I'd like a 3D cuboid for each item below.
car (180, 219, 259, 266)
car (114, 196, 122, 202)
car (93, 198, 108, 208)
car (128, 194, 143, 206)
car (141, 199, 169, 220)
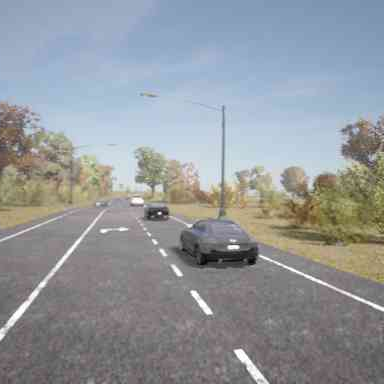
[{"bbox_3d":[0.837,1.679,12.184,1.994,1.385,4.181,1,0,-13],"label":"car"},{"bbox_3d":[-20.054,1.917,90.140,2.033,1.411,5.357,1,0,-13],"label":"car"},{"bbox_3d":[-14.578,1.723,53.059,2.128,1.511,4.902,1,0,-6],"label":"car"},{"bbox_3d":[-10.621,1.569,63.818,2.150,2.045,5.566,1,0,-13],"label":"car"},{"bbox_3d":[-3.334,1.690,30.968,1.882,1.535,5.008,1,0,-13],"label":"car"}]
